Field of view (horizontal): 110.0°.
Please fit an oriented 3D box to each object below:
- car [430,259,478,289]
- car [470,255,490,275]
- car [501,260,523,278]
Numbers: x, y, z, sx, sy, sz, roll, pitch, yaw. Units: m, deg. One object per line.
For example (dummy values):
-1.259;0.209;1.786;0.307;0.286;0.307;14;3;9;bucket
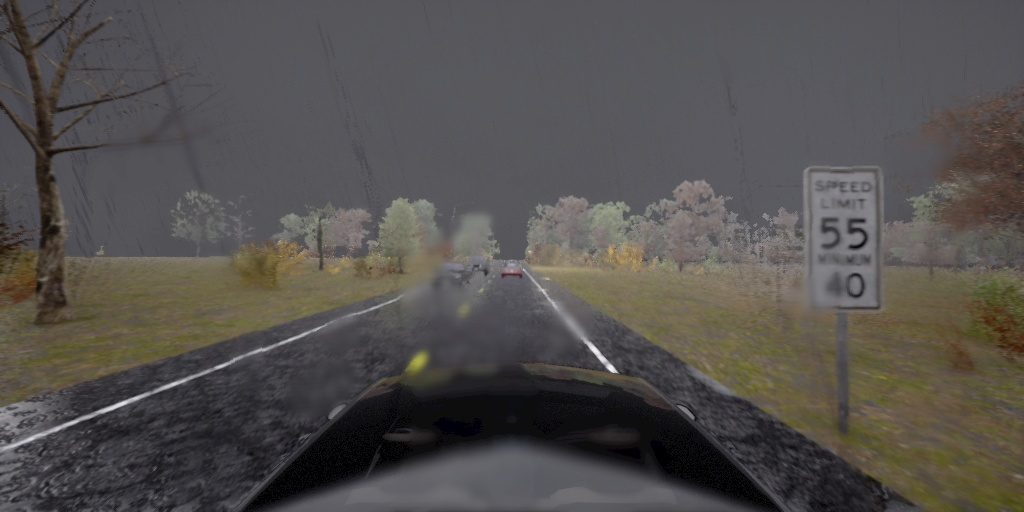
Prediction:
-3.506;1.075;21.811;2.033;1.411;5.357;0;0;0;car
-3.512;0.944;37.982;2.150;2.045;5.566;0;0;0;car
-0.010;1.288;33.781;1.994;1.385;4.181;0;0;0;car
